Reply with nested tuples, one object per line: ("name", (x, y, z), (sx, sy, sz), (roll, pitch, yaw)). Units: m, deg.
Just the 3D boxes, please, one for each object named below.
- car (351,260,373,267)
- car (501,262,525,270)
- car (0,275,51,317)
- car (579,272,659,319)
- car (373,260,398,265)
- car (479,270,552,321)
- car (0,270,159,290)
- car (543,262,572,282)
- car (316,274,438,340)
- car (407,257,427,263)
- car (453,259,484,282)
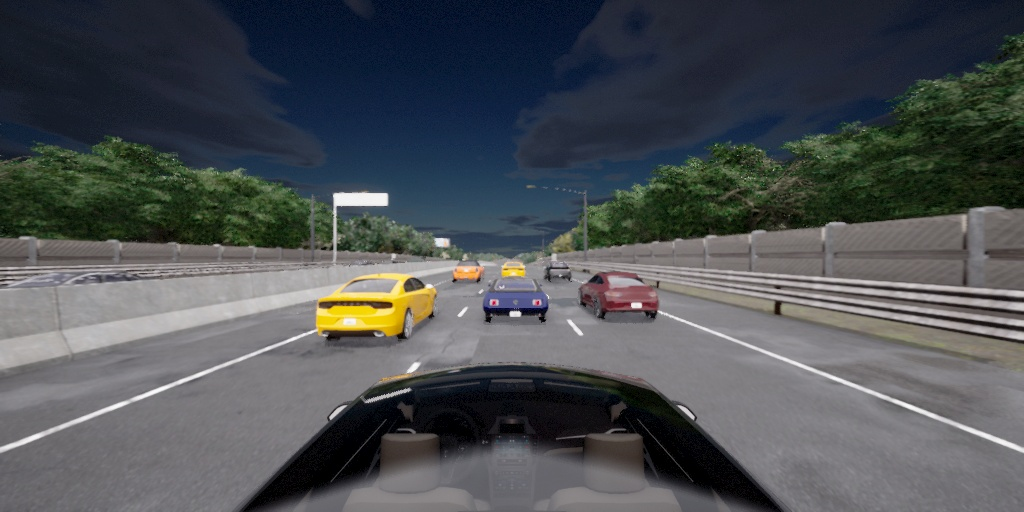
("car", (-21.049, 1.362, 50.599), (2.128, 1.511, 4.902), (0, -1, 0))
("car", (0.112, 1.231, 30.551), (1.882, 1.535, 5.008), (0, 0, 0))
("car", (-17.598, 1.345, 10.591), (1.895, 1.301, 4.718), (0, 0, 0))
("car", (3.605, 1.268, 12.676), (1.812, 1.442, 4.674), (0, 0, 0))
("car", (-17.553, 1.379, 51.027), (1.837, 1.490, 4.892), (0, -1, 0))
("car", (0.105, 1.343, 12.323), (1.895, 1.301, 4.718), (0, 0, 0))
("car", (-14.096, 1.235, 11.480), (2.128, 1.511, 4.902), (0, 0, 0))
("car", (3.612, 1.242, 28.973), (2.128, 1.511, 4.902), (0, 0, 0))
("car", (-3.397, 1.221, 9.986), (1.882, 1.535, 5.008), (0, 0, 0))
("car", (-14.048, 1.115, 53.143), (2.150, 2.045, 5.566), (0, -1, 0))
("car", (-3.390, 1.103, 28.752), (2.097, 1.767, 4.553), (0, 0, 0))
